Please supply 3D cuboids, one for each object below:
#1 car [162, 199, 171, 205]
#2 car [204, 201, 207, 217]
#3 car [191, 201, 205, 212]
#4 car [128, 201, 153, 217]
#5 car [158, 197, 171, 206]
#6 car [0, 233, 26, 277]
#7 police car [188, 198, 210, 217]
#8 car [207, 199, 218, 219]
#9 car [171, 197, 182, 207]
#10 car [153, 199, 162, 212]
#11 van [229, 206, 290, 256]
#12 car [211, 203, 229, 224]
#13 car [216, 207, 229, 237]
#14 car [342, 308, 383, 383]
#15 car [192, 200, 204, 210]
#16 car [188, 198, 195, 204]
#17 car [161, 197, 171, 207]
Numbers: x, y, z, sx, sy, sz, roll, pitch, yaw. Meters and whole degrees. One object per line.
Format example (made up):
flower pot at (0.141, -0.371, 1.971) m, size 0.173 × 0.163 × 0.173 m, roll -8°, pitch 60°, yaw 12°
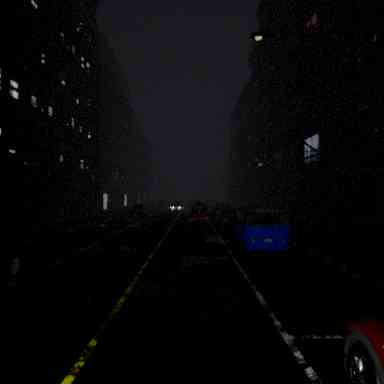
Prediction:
car at (-5.728, 2.337, 75.511) m, size 1.802 × 1.307 × 4.206 m, roll 0°, pitch -1°, yaw 0°
car at (2.674, 1.919, 36.057) m, size 2.008 × 1.369 × 4.403 m, roll 0°, pitch -1°, yaw 0°
car at (0.811, 1.998, 46.548) m, size 1.812 × 1.442 × 4.674 m, roll 0°, pitch -1°, yaw 0°
car at (-5.707, 1.934, 36.056) m, size 1.947 × 1.339 × 4.313 m, roll 0°, pitch -1°, yaw 0°
car at (-5.723, 2.015, 69.877) m, size 2.192 × 1.841 × 5.009 m, roll 0°, pitch -1°, yaw 0°
car at (-5.693, 1.627, 7.876) m, size 1.887 × 1.381 × 4.507 m, roll 0°, pitch -1°, yaw 0°
police car at (0.737, 1.799, 36.662) m, size 1.930 × 1.638 × 5.238 m, roll 0°, pitch -1°, yaw 0°
car at (2.677, 1.752, 30.423) m, size 1.967 × 1.590 × 4.097 m, roll 0°, pitch -1°, yaw 0°
car at (-3.059, 2.211, 64.595) m, size 1.994 × 1.385 × 4.181 m, roll 0°, pitch -1°, yaw 1°
car at (-5.713, 2.003, 47.159) m, size 1.752 × 1.417 × 4.829 m, roll 0°, pitch -1°, yaw 0°
van at (2.686, 1.481, 13.515) m, size 1.690 × 1.788 × 3.998 m, roll 0°, pitch -1°, yaw 0°
car at (2.680, 1.799, 24.786) m, size 1.887 × 1.381 × 4.507 m, roll 0°, pitch -1°, yaw 0°
car at (2.682, 1.763, 19.149) m, size 1.947 × 1.339 × 4.313 m, roll 0°, pitch -1°, yaw 0°
car at (2.691, 1.465, 2.242) m, size 1.967 × 1.590 × 4.097 m, roll 0°, pitch -1°, yaw 0°
car at (0.874, 2.009, 52.553) m, size 1.882 × 1.535 × 5.008 m, roll 0°, pitch -1°, yaw 0°
car at (-0.044, 2.264, 87.101) m, size 1.812 × 1.442 × 4.674 m, roll 0°, pitch -1°, yaw 0°
car at (-5.722, 2.085, 64.240) m, size 1.967 × 1.590 × 4.097 m, roll 0°, pitch -1°, yaw 0°
